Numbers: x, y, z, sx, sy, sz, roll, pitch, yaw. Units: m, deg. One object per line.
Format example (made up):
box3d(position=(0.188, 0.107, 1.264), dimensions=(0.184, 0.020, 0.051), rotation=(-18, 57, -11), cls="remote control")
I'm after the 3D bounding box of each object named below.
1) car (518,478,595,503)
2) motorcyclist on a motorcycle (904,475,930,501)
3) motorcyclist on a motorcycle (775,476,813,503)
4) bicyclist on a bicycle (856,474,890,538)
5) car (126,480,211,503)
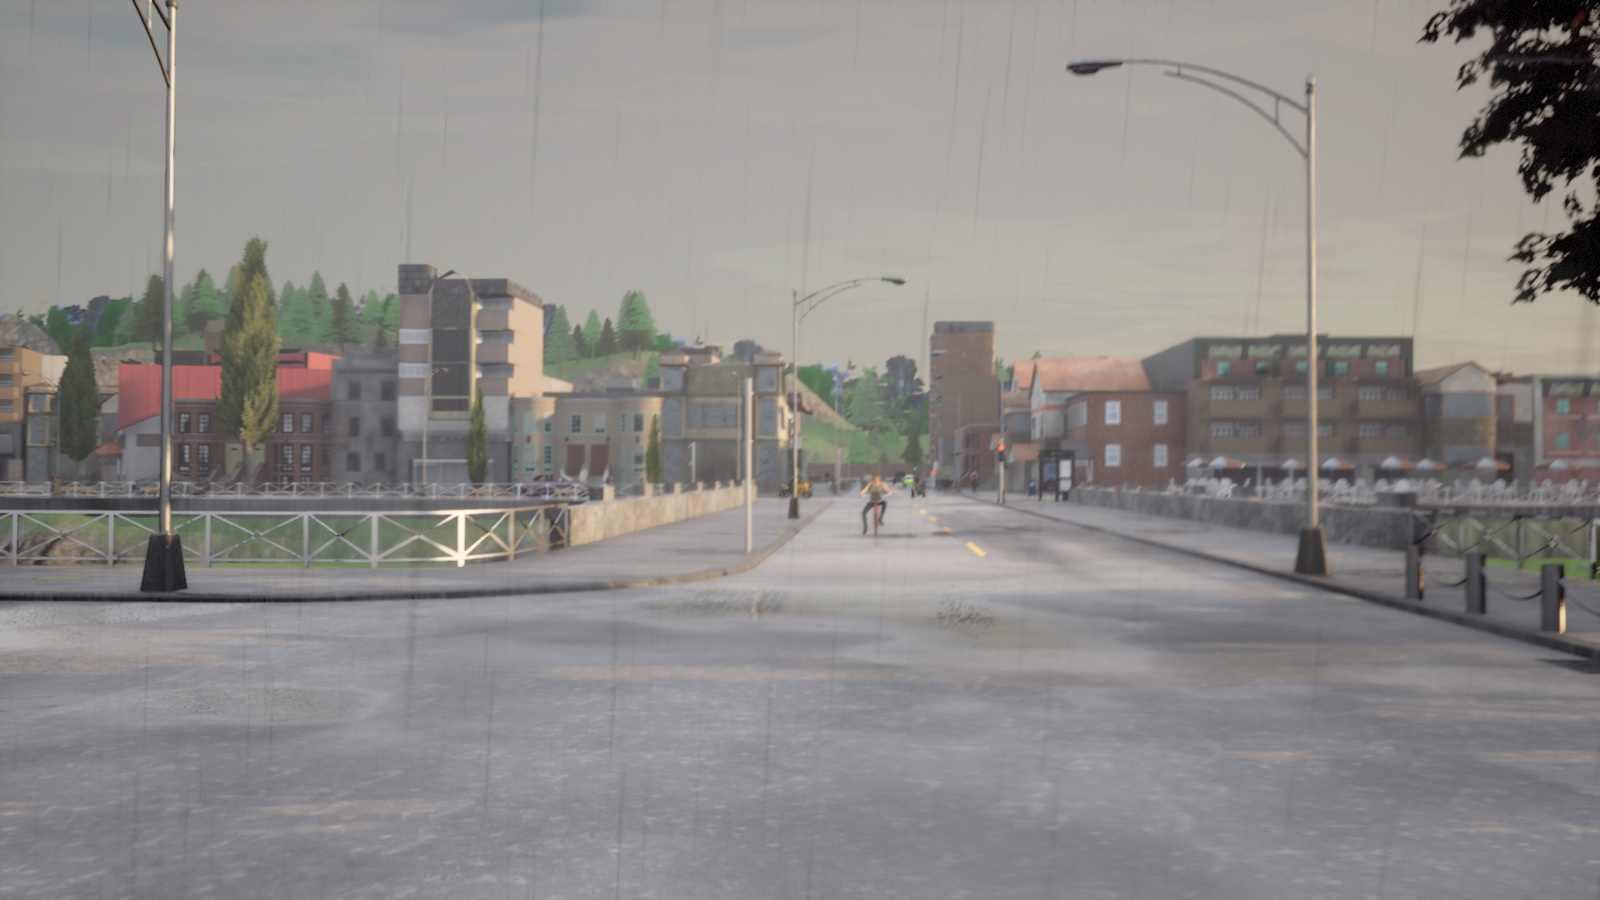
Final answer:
box3d(position=(-14.548, 2.396, 75.083), dimensions=(4.193, 1.474, 1.816), rotation=(0, -1, 3), cls="car")
box3d(position=(7.560, 2.426, 80.921), dimensions=(0.766, 1.649, 2.350), rotation=(-2, -2, 29), cls="motorcyclist on a motorcycle")
box3d(position=(-0.350, 2.320, 73.753), dimensions=(2.044, 1.523, 0.797), rotation=(0, 1, 18), cls="motorcyclist on a motorcycle")
box3d(position=(1.874, 1.417, 32.134), dimensions=(0.866, 1.612, 1.509), rotation=(0, -1, 4), cls="bicyclist on a bicycle")
box3d(position=(-38.389, 2.502, 76.387), dimensions=(4.181, 1.385, 1.994), rotation=(0, -1, 3), cls="car")
